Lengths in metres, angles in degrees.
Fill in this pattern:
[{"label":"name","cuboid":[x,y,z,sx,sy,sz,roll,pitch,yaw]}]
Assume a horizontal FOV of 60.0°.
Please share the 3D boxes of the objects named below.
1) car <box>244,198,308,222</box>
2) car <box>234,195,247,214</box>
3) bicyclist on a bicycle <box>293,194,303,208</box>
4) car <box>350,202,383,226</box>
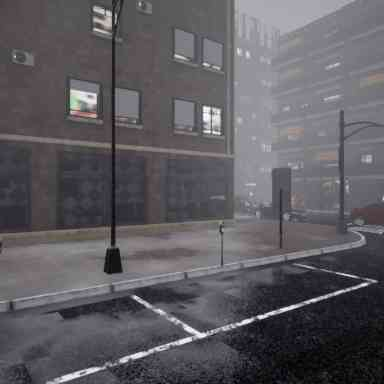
[{"label":"car","cuboid":[6.302,1.342,24.208,2.008,1.369,4.403,1,0,-36]},{"label":"car","cuboid":[4.401,1.050,31.210,2.097,1.767,4.553,0,1,-36]},{"label":"bicyclist on a bicycle","cuboid":[11.563,1.011,36.223,1.656,1.620,0.582,0,1,-36]},{"label":"car","cuboid":[11.806,1.404,19.580,1.882,1.535,5.008,1,1,-24]}]
